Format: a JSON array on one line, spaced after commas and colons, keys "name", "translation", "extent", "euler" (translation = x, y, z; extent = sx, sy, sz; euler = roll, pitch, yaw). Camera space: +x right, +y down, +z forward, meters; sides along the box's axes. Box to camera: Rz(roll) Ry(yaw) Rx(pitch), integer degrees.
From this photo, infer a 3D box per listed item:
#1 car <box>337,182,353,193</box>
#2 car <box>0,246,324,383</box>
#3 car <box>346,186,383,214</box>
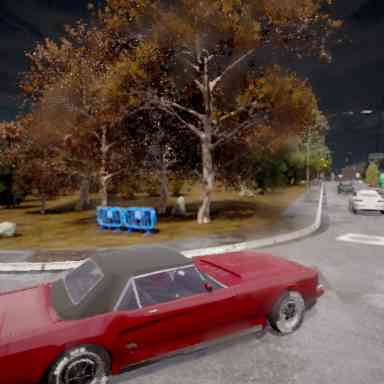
[{"name": "car", "translation": [20.455, -0.603, 44.432], "extent": [2.128, 1.511, 4.902], "euler": [2, 3, 22]}, {"name": "car", "translation": [-0.375, 1.501, 4.875], "extent": [4.718, 1.301, 1.895], "euler": [-4, 3, -27]}, {"name": "car", "translation": [11.679, 0.611, 22.342], "extent": [1.812, 1.442, 4.674], "euler": [2, 3, 21]}]
